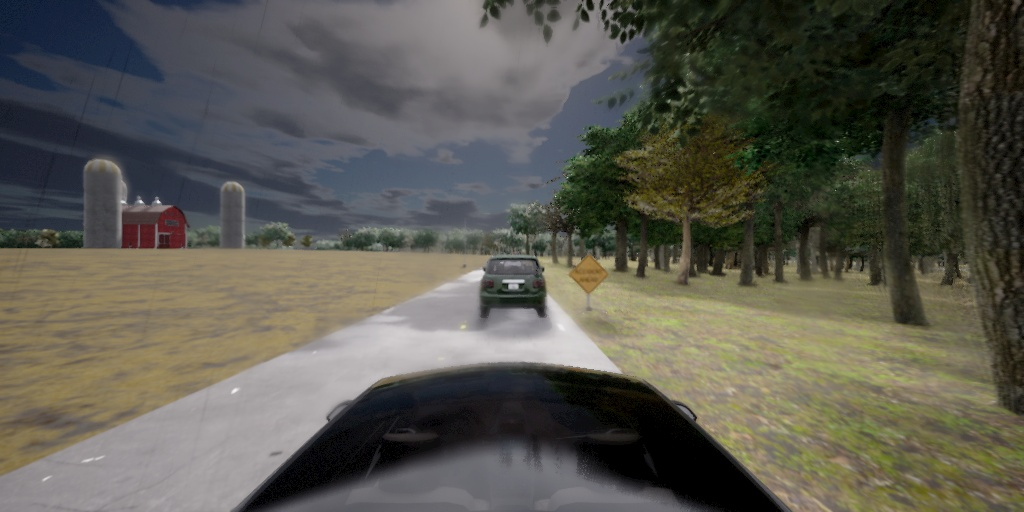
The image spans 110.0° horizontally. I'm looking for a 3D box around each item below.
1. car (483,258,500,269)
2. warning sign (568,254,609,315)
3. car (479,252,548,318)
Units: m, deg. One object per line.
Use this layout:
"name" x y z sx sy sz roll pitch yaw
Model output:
"car" -2.834 1.006 50.985 2.033 1.411 5.357 0 1 0
"warning sign" 2.450 0.866 11.417 1.300 1.860 1.060 0 0 0
"car" 0.063 0.972 13.205 2.150 2.045 5.566 0 0 0
